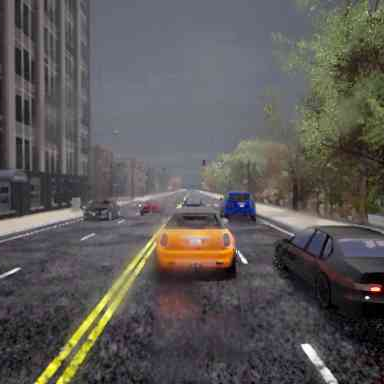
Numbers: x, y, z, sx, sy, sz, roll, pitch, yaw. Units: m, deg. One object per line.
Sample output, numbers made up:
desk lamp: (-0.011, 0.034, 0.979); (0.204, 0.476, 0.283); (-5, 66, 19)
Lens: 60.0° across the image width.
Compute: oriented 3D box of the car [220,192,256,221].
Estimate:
car: (3.349, 0.983, 24.897); (2.150, 2.045, 5.566); (0, 1, 0)

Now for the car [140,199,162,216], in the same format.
car: (-3.334, 1.321, 28.952); (1.895, 1.301, 4.718); (0, 1, 0)

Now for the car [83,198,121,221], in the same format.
car: (-6.589, 1.268, 24.685); (1.837, 1.490, 4.892); (0, 0, 0)

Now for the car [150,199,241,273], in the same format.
car: (0.093, 1.250, 10.420); (2.097, 1.767, 4.553); (0, 1, 0)

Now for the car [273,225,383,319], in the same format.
car: (3.338, 1.473, 7.543); (2.033, 1.411, 5.357); (0, 1, 0)
